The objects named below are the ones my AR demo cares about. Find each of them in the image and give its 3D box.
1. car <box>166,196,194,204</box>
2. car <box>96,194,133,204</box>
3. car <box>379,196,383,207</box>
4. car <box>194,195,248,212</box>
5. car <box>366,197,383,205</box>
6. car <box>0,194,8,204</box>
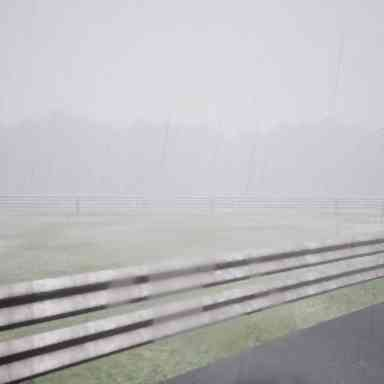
[{"bbox_3d":[-0.369,1.121,34.931,4.718,1.301,1.895,0,0,-6],"label":"car"},{"bbox_3d":[-8.724,0.949,37.580,4.181,1.385,1.994,0,0,-6],"label":"car"},{"bbox_3d":[26.074,1.224,41.286,4.674,1.442,1.812,1,1,-6],"label":"car"},{"bbox_3d":[2.972,1.068,31.770,4.902,1.511,2.128,0,0,-6],"label":"car"},{"bbox_3d":[22.465,1.268,37.380,5.357,1.411,2.033,0,0,-6],"label":"car"},{"bbox_3d":[-21.234,0.496,32.687,5.566,2.045,2.150,1,0,-6],"label":"car"}]
